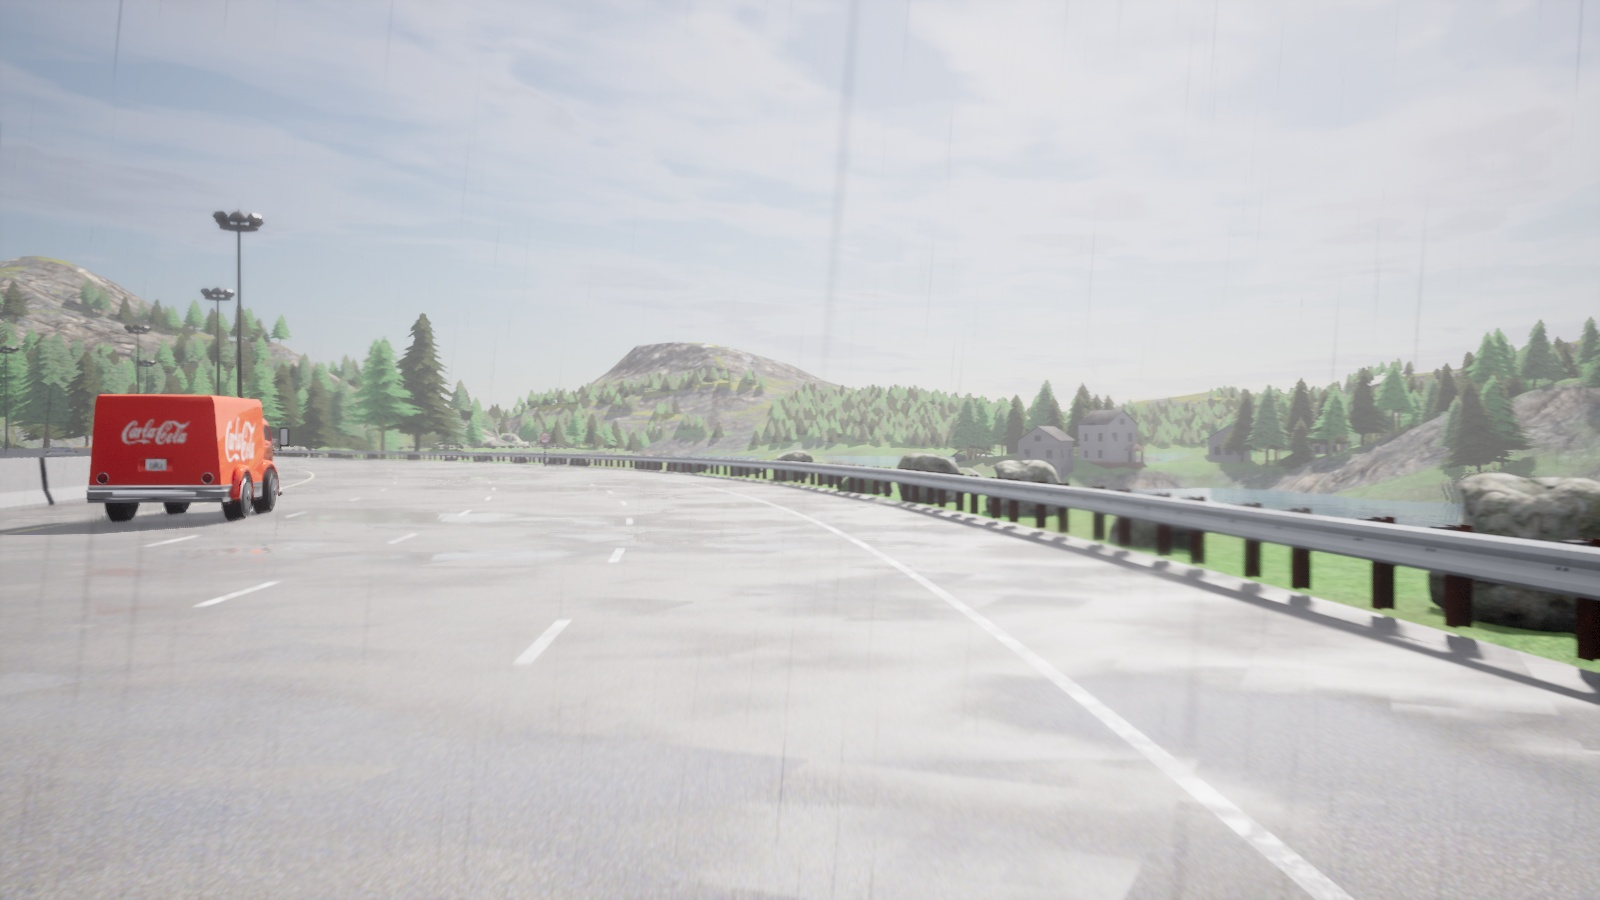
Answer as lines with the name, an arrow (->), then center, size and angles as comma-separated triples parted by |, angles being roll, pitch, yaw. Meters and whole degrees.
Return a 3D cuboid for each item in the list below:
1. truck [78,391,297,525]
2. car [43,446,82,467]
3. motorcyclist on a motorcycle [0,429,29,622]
truck -> -12.359, 0.134, 25.841 | 2.627, 2.467, 5.204 | 0, 0, -9
car -> -50.132, 0.407, 85.315 | 1.994, 1.385, 4.181 | 0, 0, -34
motorcyclist on a motorcycle -> -7.208, 0.651, 10.006 | 0.766, 1.649, 2.350 | -1, 0, -3
